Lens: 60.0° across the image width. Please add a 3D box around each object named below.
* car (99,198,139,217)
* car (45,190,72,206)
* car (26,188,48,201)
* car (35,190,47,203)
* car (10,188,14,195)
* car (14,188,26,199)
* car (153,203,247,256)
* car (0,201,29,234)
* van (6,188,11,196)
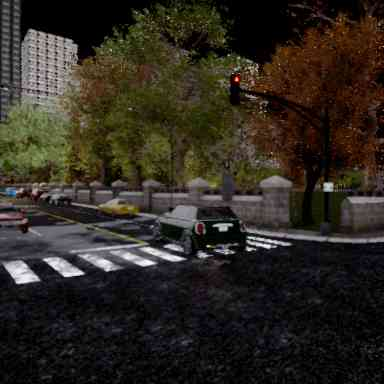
[{"bbox_3d":[-5.770,1.118,25.834,1.752,1.417,4.829,1,0,-36],"label":"car"},{"bbox_3d":[-15.447,0.852,39.126,2.008,1.369,4.403,1,0,-36],"label":"car"},{"bbox_3d":[-21.960,0.423,48.079,2.192,1.841,5.009,1,0,-36],"label":"car"},{"bbox_3d":[-18.708,0.770,43.603,1.947,1.339,4.313,1,0,-36],"label":"car"},{"bbox_3d":[-31.743,0.369,61.508,2.008,1.369,4.403,1,0,-36],"label":"car"},{"bbox_3d":[-28.478,0.230,57.031,2.192,1.841,5.009,1,0,-36],"label":"car"},{"bbox_3d":[0.111,1.184,12.695,2.097,1.767,4.553,0,1,-25],"label":"car"},{"bbox_3d":[-9.190,1.253,16.293,1.802,1.307,4.206,2,0,-36],"label":"car"},{"bbox_3d":[-38.255,-0.032,70.460,1.690,1.788,3.998,1,0,-36],"label":"van"}]
